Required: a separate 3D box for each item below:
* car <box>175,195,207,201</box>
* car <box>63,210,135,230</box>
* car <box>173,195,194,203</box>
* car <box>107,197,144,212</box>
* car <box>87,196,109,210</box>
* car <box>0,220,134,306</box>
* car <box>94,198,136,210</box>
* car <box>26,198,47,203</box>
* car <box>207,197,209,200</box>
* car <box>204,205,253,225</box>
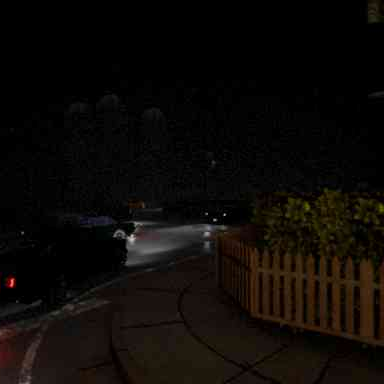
[{"bbox_3d":[-0.321,1.605,50.817,2.128,1.511,4.902,0,0,35],"label":"car"},{"bbox_3d":[-4.674,1.643,14.066,1.895,1.301,4.718,0,0,33],"label":"car"},{"bbox_3d":[-2.160,1.664,80.545,4.611,1.667,2.242,0,0,34],"label":"car"},{"bbox_3d":[-7.456,1.582,38.912,1.882,1.535,5.008,0,0,22],"label":"car"},{"bbox_3d":[-11.622,1.644,42.824,3.905,1.438,1.784,0,0,34],"label":"car"},{"bbox_3d":[-3.275,1.627,8.174,1.895,1.301,4.718,0,0,12],"label":"car"},{"bbox_3d":[-6.686,1.557,28.499,1.882,1.535,5.008,0,0,-28],"label":"car"},{"bbox_3d":[-22.923,1.670,49.086,4.193,1.474,1.816,0,0,34],"label":"car"},{"bbox_3d":[0.894,1.444,61.498,4.605,1.855,1.932,0,0,34],"label":"car"},{"bbox_3d":[2.867,1.649,25.027,1.895,1.301,4.718,0,0,35],"label":"car"}]
